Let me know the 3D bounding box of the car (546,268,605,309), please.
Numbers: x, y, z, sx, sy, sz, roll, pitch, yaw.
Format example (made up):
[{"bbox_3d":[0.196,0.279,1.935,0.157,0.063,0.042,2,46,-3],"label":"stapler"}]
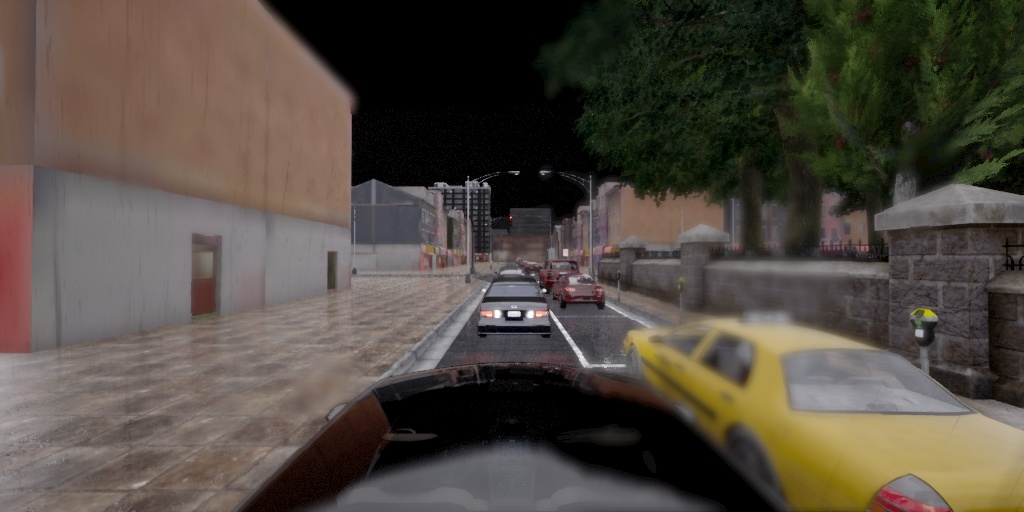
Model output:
[{"bbox_3d":[2.633,1.338,14.734,1.802,1.307,4.207,0,0,0],"label":"car"}]

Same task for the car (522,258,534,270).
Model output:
[{"bbox_3d":[2.614,1.356,46.612,1.888,1.381,4.507,0,0,0],"label":"car"}]

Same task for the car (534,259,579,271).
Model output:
[{"bbox_3d":[2.630,1.076,20.183,2.192,1.841,5.009,0,0,0],"label":"car"}]

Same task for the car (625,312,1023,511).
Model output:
[{"bbox_3d":[2.639,1.276,4.005,1.751,1.417,4.829,0,0,0],"label":"car"}]

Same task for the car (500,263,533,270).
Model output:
[{"bbox_3d":[0.015,1.287,19.963,1.812,1.442,4.674,0,0,1],"label":"car"}]

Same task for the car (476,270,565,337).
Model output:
[{"bbox_3d":[0.063,1.300,10.252,2.033,1.411,5.357,0,0,0],"label":"car"}]

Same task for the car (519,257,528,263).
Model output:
[{"bbox_3d":[2.604,1.403,62.923,1.888,1.381,4.507,0,0,0],"label":"car"}]
